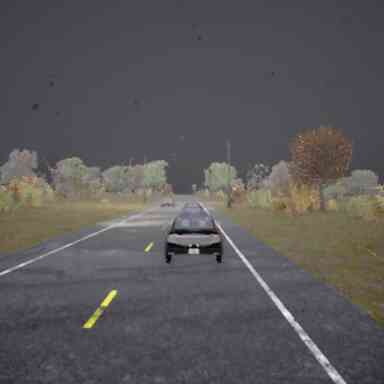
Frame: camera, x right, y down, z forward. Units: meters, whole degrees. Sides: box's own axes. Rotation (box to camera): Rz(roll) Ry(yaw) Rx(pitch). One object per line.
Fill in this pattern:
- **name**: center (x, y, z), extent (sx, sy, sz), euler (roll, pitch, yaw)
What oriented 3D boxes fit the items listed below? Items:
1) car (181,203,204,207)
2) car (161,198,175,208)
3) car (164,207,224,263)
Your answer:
- **car**: center (0.070, 1.593, 27.401), extent (1.994, 1.385, 4.181), euler (0, 0, 0)
- **car**: center (-3.579, 1.629, 50.134), extent (1.994, 1.385, 4.181), euler (0, 0, 0)
- **car**: center (0.068, 1.504, 12.048), extent (2.128, 1.511, 4.902), euler (0, 0, 0)
